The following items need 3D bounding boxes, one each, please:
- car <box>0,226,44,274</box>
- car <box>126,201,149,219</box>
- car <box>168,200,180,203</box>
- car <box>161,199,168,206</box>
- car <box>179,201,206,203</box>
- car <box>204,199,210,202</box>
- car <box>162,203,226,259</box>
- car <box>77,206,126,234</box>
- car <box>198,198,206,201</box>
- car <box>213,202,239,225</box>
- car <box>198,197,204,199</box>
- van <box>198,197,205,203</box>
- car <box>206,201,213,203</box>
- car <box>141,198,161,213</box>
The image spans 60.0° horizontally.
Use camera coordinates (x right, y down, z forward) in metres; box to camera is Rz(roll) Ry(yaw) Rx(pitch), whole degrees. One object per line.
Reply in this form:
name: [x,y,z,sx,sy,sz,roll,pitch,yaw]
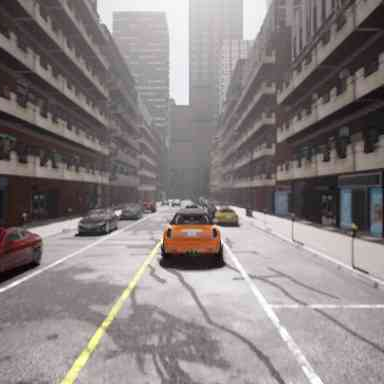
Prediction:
car: [-5.705,1.675,9.430,1.802,1.307,4.206,-1,-1,0]
car: [-5.714,1.864,31.838,2.008,1.369,4.403,-1,-1,0]
car: [-3.041,2.183,64.529,2.033,1.411,5.357,0,-1,0]
car: [-5.731,2.252,71.050,2.008,1.369,4.403,-1,-1,0]
car: [0.009,1.788,28.487,1.837,1.490,4.892,0,0,0]
car: [2.662,1.809,37.416,1.967,1.590,4.097,-1,-1,0]
car: [0.016,1.484,13.407,2.097,1.767,4.553,0,-1,0]
car: [-5.710,1.754,20.635,2.008,1.369,4.403,-1,-1,0]
car: [2.654,2.156,59.821,1.947,1.339,4.313,-1,-1,0]
car: [2.668,1.785,26.381,1.752,1.417,4.829,-1,-1,0]
car: [2.652,2.196,65.424,2.008,1.369,4.403,-1,-1,0]
van: [2.637,2.266,93.434,1.690,1.788,3.998,-1,-1,0]
car: [2.666,1.879,31.813,1.947,1.339,4.313,-1,-1,0]
car: [-5.722,1.739,43.044,2.192,1.841,5.009,-1,-1,0]
